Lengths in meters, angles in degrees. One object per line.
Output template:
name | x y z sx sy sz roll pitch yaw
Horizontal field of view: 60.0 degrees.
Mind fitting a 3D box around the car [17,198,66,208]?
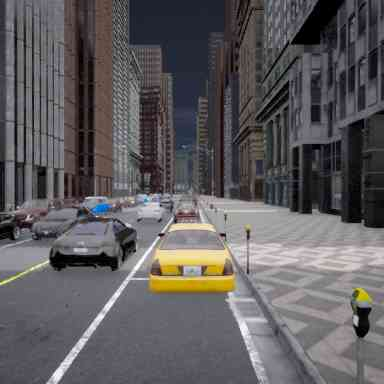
car | -8.911 1.314 19.706 2.192 1.841 5.009 0 0 0

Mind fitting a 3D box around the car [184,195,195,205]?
car | -0.386 1.439 59.171 1.967 1.590 4.097 0 0 0

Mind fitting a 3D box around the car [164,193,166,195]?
car | -8.912 1.324 87.347 2.192 1.841 5.009 0 0 0

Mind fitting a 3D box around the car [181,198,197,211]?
car | -0.385 1.544 42.263 1.887 1.381 4.507 0 0 0

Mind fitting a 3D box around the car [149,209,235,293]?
car | 0.005 1.456 8.840 1.801 1.575 5.366 0 0 0

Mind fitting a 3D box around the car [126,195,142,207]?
car | -8.911 1.439 47.891 1.967 1.590 4.097 0 0 0

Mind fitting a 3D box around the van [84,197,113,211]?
van | -8.911 1.340 30.980 1.690 1.788 3.998 0 0 0

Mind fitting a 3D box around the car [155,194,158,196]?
car | -8.911 1.553 70.437 2.008 1.369 4.403 0 0 0

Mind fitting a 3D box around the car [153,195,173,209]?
car | -3.046 1.490 39.093 2.128 1.511 4.902 0 0 0

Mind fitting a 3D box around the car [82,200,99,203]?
car | -8.910 1.544 25.344 1.887 1.381 4.507 0 0 0

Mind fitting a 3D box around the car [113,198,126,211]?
car | -8.911 1.439 36.617 1.967 1.590 4.097 0 0 0

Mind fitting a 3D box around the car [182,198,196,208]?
car | -0.385 1.565 47.899 1.947 1.339 4.313 0 0 0

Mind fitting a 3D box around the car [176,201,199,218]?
car | -0.385 1.565 30.990 1.947 1.339 4.313 0 0 0

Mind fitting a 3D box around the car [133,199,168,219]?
car | -3.145 1.525 26.166 1.812 1.442 4.674 0 0 0

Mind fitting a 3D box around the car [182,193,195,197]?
car | -0.386 1.314 36.627 2.192 1.841 5.009 0 0 0

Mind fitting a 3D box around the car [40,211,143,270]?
car | -3.046 1.563 11.095 1.994 1.385 4.181 0 0 0

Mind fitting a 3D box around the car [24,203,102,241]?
car | -6.246 1.504 16.656 1.837 1.490 4.892 0 0 0

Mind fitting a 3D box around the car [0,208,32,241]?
car | -8.910 1.565 14.070 1.947 1.339 4.313 0 0 0

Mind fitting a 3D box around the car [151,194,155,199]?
car | -8.911 1.526 64.631 1.752 1.417 4.829 0 0 0

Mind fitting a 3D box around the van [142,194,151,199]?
van | -8.911 1.340 59.164 1.690 1.788 3.998 0 0 0

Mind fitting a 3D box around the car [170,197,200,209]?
car | -0.386 1.439 25.353 1.967 1.590 4.097 0 0 0
